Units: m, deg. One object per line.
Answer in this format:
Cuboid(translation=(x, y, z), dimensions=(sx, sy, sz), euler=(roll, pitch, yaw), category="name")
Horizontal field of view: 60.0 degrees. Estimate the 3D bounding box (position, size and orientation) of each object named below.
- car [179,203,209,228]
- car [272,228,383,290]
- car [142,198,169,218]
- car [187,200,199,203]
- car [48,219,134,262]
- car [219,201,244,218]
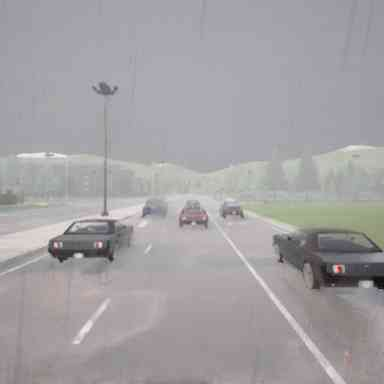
Cuboid(translation=(0.103, 1.654, 22.726), dimensions=(1.895, 1.301, 4.718), euler=(0, 0, 0), category="car")
Cuboid(translation=(3.601, 1.623, 9.087), dimensions=(1.895, 1.301, 4.718), euler=(0, 0, 0), category="car")
Cuboid(translation=(-3.395, 1.426, 31.511), dimensions=(2.097, 1.767, 4.553), euler=(0, 0, 0), category="car")
Cuboid(translation=(0.106, 1.642, 40.111), dimensions=(2.033, 1.411, 5.357), euler=(0, 0, 0), category="car")
Cuboid(translation=(-3.398, 1.630, 12.218), dimensions=(1.895, 1.301, 4.718), euler=(0, 0, 0), category="car")
Cuboid(translation=(3.592, 1.598, 30.667), dimensions=(1.812, 1.442, 4.674), euler=(0, 0, 0), category="car")
